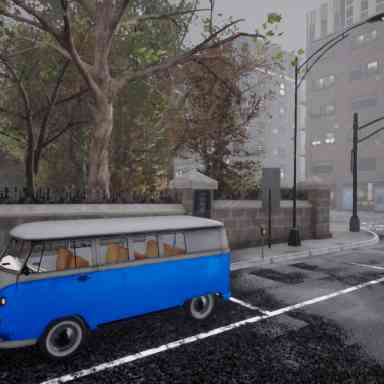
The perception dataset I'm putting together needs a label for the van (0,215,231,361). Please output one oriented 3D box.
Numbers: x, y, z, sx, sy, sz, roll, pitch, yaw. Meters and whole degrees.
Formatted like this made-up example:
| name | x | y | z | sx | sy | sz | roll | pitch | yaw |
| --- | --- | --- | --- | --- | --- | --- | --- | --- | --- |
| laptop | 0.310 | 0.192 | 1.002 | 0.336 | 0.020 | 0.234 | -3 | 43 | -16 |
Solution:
| name | x | y | z | sx | sy | sz | roll | pitch | yaw |
| --- | --- | --- | --- | --- | --- | --- | --- | --- | --- |
| van | -1.188 | 1.342 | 5.642 | 3.998 | 1.788 | 1.690 | 0 | 1 | -35 |
